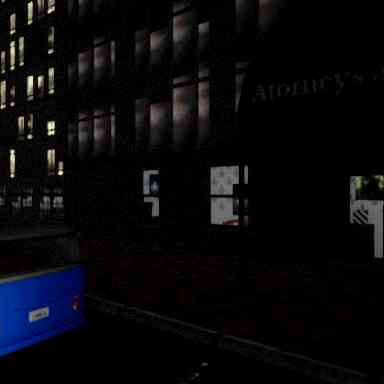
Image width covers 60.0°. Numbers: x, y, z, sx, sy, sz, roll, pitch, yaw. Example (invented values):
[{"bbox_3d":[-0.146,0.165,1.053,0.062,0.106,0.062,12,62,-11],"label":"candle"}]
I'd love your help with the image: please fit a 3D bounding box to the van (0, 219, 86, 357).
[{"bbox_3d":[-3.474,1.340,5.370,3.998,1.788,1.690,0,0,36],"label":"van"}]
